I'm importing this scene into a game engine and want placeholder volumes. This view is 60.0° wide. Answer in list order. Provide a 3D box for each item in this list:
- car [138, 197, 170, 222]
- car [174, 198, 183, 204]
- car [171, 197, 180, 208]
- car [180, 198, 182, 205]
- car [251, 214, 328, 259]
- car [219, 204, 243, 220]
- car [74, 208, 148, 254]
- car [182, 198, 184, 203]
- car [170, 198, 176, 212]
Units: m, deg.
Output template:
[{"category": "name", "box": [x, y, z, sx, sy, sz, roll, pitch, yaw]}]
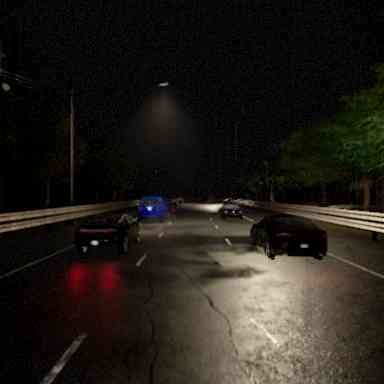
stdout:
[{"category": "car", "box": [-3.398, 1.470, 29.224, 2.150, 2.045, 5.566, 0, 0, 0]}, {"category": "car", "box": [-3.498, 2.350, 87.360, 2.128, 1.511, 4.902, 0, -1, 0]}, {"category": "car", "box": [-3.499, 1.873, 54.345, 2.128, 1.511, 4.902, 0, 0, 0]}, {"category": "car", "box": [-3.499, 1.827, 65.324, 2.097, 1.767, 4.553, 0, -1, 0]}, {"category": "car", "box": [3.601, 1.602, 13.147, 1.882, 1.535, 5.008, 0, 0, 0]}, {"category": "car", "box": [3.602, 1.809, 31.438, 2.033, 1.411, 5.357, 0, 0, 0]}, {"category": "car", "box": [-3.405, 1.621, 14.147, 2.128, 1.511, 4.902, 0, -1, 1]}, {"category": "car", "box": [-3.499, 2.139, 76.387, 2.163, 1.488, 4.792, 0, -1, 0]}, {"category": "car", "box": [-3.499, 1.849, 43.341, 1.812, 1.442, 4.674, 0, 0, 0]}]
